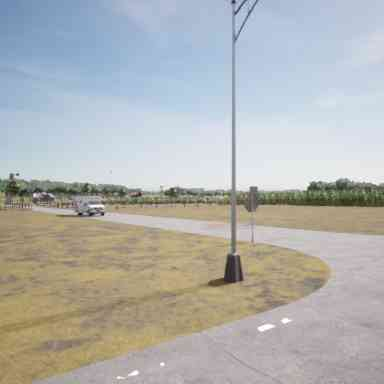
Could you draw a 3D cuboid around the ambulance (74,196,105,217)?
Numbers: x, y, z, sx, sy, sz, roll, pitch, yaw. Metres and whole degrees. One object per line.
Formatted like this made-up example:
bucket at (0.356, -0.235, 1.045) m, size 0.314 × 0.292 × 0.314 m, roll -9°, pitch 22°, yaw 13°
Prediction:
ambulance at (-12.976, 1.775, 42.163) m, size 2.351 × 2.431 × 6.366 m, roll 0°, pitch -1°, yaw -35°
